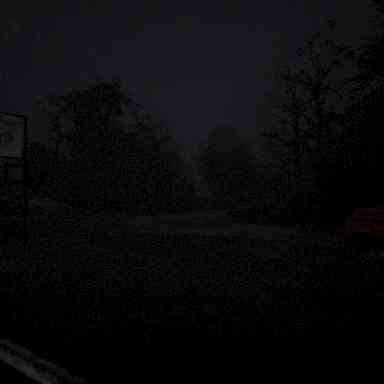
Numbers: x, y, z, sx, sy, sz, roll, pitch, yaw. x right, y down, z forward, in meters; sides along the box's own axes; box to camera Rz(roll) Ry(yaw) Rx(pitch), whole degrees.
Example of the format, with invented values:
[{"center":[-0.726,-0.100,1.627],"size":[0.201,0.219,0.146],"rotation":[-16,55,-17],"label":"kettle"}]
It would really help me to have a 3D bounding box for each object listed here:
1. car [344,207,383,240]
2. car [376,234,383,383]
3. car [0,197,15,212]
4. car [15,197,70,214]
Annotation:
[{"center":[8.819,1.457,16.218],"size":[2.097,1.535,5.008],"rotation":[0,0,36],"label":"car"},{"center":[3.460,1.481,3.970],"size":[2.231,1.521,4.892],"rotation":[1,0,36],"label":"car"},{"center":[-16.907,1.296,34.626],"size":[2.097,1.535,5.008],"rotation":[0,0,36],"label":"car"},{"center":[-14.351,1.352,32.789],"size":[2.002,1.452,4.674],"rotation":[0,0,36],"label":"car"}]
